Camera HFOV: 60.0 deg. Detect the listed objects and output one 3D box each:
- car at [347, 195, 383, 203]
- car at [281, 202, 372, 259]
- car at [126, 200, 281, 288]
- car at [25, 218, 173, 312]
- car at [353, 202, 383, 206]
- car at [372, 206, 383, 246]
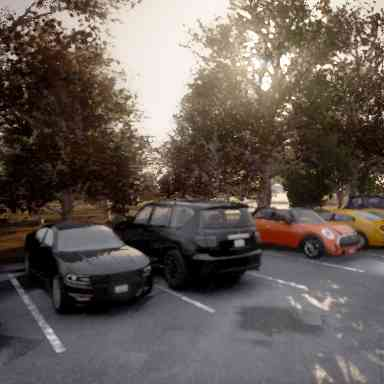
[{"bbox_3d":[11.003,1.219,17.868,2.435,2.045,5.566,0,0,-35],"label":"car"},{"bbox_3d":[4.065,1.389,12.995,2.185,1.767,4.553,0,0,-35],"label":"car"},{"bbox_3d":[-0.477,1.261,9.753,2.435,2.045,5.566,0,0,-35],"label":"car"},{"bbox_3d":[-2.735,1.499,8.115,2.097,1.535,5.008,0,0,-35],"label":"car"},{"bbox_3d":[8.612,1.484,16.426,1.946,1.575,5.366,0,0,-35],"label":"car"},{"bbox_3d":[6.355,1.503,14.583,2.097,1.535,5.008,0,0,-35],"label":"car"}]
